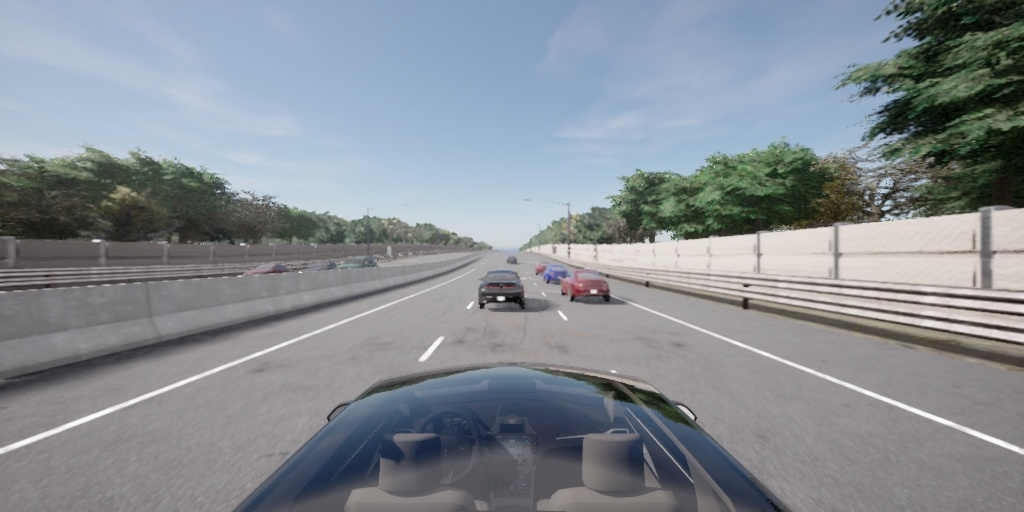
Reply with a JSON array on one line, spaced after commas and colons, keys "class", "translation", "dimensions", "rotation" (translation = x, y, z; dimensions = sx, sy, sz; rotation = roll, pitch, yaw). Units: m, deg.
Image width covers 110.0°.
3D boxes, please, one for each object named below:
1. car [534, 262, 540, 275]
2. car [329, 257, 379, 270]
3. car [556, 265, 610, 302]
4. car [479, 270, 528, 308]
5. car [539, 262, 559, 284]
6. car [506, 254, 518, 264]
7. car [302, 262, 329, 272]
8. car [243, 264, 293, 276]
[{"class": "car", "translation": [3.491, 1.334, 39.608], "dimensions": [1.812, 1.442, 4.674], "rotation": [0, 1, 0]}, {"class": "car", "translation": [-14.099, 1.090, 32.884], "dimensions": [2.150, 2.045, 5.566], "rotation": [0, 1, 0]}, {"class": "car", "translation": [3.496, 1.367, 17.618], "dimensions": [1.812, 1.442, 4.674], "rotation": [0, 0, 0]}, {"class": "car", "translation": [-0.381, 1.338, 15.786], "dimensions": [1.837, 1.490, 4.892], "rotation": [-1, 0, 0]}, {"class": "car", "translation": [3.493, 1.410, 28.616], "dimensions": [1.812, 1.442, 4.674], "rotation": [0, 0, 0]}, {"class": "car", "translation": [0.016, 0.594, 65.292], "dimensions": [2.128, 1.511, 4.902], "rotation": [0, 2, 1]}, {"class": "car", "translation": [-17.594, 1.374, 33.414], "dimensions": [1.837, 1.490, 4.892], "rotation": [0, 0, 0]}, {"class": "car", "translation": [-21.095, 1.404, 31.203], "dimensions": [1.812, 1.442, 4.674], "rotation": [0, 0, 0]}]
